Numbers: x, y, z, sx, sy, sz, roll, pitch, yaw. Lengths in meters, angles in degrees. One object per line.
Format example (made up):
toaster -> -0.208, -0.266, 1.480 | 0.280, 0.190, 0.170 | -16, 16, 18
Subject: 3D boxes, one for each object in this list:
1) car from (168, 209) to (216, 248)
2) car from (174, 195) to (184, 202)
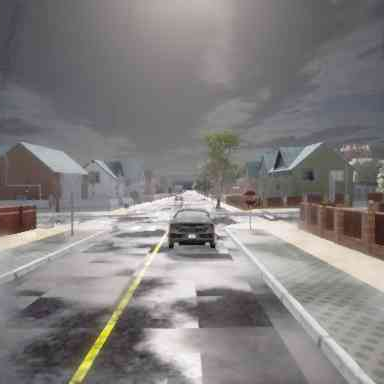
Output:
car -> 0.000, 1.477, 14.656 | 1.882, 1.535, 5.008 | 0, 0, 0
car -> -2.748, 1.365, 70.761 | 2.128, 1.511, 4.902 | 0, 0, 0
